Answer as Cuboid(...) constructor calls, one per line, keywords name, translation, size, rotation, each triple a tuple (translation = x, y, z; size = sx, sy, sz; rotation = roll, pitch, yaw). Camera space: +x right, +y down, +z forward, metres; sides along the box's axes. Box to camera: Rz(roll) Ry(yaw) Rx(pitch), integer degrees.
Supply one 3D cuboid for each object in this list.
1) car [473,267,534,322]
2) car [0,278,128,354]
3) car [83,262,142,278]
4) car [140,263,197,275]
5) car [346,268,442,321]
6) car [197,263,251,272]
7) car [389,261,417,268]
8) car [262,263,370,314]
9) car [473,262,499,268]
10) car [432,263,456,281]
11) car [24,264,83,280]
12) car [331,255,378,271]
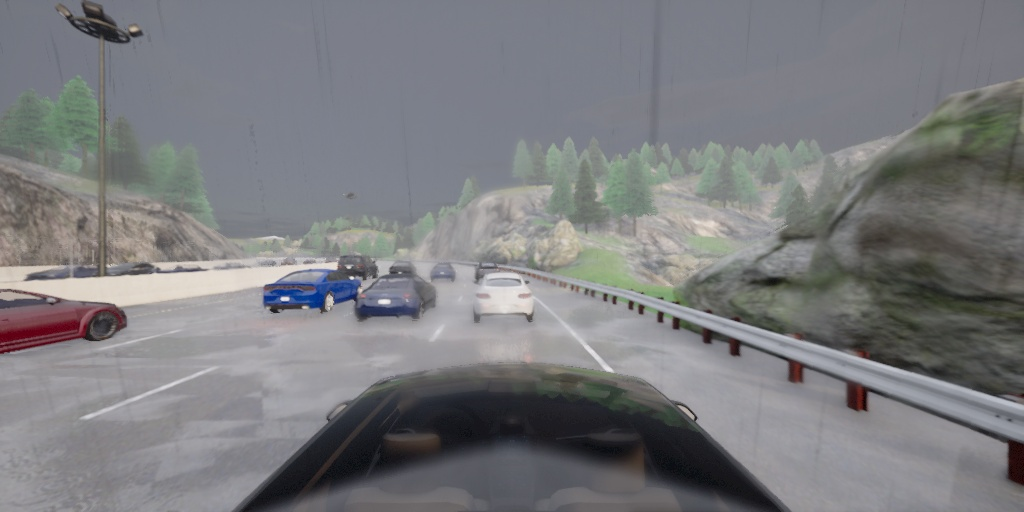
Cuboid(name="car", translation=(-0.323, 1.263, 12.170), size=(1.812, 1.442, 4.674), rotation=(0, 0, -3))
Cuboid(name="car", translation=(-10.598, 1.328, 7.200), size=(1.994, 1.385, 4.181), rotation=(0, 0, -2))
Cuboid(name="car", translation=(-30.506, 1.281, 28.652), size=(1.837, 1.490, 4.892), rotation=(0, 0, -10))
Cuboid(name="car", translation=(-27.032, 1.368, 29.222), size=(1.895, 1.301, 4.718), rotation=(0, 0, -10))
Cuboid(name="car", translation=(-3.856, 1.307, 12.534), size=(1.994, 1.385, 4.181), rotation=(0, 0, -3))
Cuboid(name="car", translation=(-23.652, 1.323, 30.073), size=(1.994, 1.385, 4.181), rotation=(0, 0, -10))
Cuboid(name="car", translation=(-9.488, 1.208, 31.378), size=(1.882, 1.535, 5.008), rotation=(0, 0, -9))
Cuboid(name="car", translation=(-7.446, 1.226, 13.967), size=(1.882, 1.535, 5.008), rotation=(0, 0, -4))
Cuboid(name="car", translation=(-1.990, 1.210, 28.644), size=(2.128, 1.511, 4.902), rotation=(0, 0, -8))
Cuboid(name="car", translation=(-5.707, 1.288, 29.831), size=(1.994, 1.385, 4.181), rotation=(0, 0, -8))
Cuboid(name="car", translation=(-33.895, 1.329, 27.903), size=(2.033, 1.411, 5.357), rotation=(0, 0, -10))
Cuboid(name="car", translation=(-12.748, 0.960, 29.768), size=(2.150, 2.045, 5.566), rotation=(0, 0, -9))
